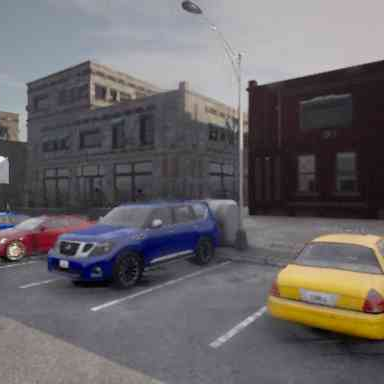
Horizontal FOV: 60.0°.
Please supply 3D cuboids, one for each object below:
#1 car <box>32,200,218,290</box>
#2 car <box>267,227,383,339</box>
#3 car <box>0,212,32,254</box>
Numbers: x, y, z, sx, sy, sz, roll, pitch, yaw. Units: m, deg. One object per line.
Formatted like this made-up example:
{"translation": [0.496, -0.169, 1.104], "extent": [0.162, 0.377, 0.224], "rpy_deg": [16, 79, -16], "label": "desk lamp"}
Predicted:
{"translation": [-1.327, 1.294, 9.864], "extent": [2.435, 2.045, 5.566], "rpy_deg": [-1, 0, 35], "label": "car"}
{"translation": [3.288, 1.487, 6.837], "extent": [1.946, 1.575, 5.366], "rpy_deg": [-1, 0, 35], "label": "car"}
{"translation": [-8.048, 1.639, 14.681], "extent": [2.097, 1.535, 5.008], "rpy_deg": [-1, 0, 35], "label": "car"}
